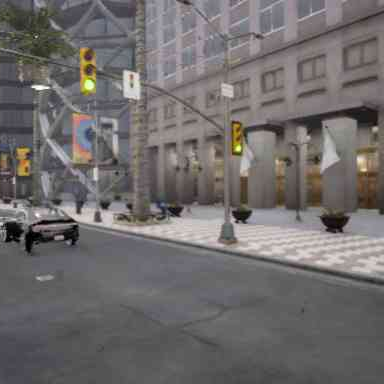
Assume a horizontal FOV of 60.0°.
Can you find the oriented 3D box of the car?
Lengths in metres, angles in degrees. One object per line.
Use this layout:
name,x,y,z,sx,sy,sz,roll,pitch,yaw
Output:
car,-6.178,1.358,13.362,2.128,1.511,4.902,-1,1,-41
